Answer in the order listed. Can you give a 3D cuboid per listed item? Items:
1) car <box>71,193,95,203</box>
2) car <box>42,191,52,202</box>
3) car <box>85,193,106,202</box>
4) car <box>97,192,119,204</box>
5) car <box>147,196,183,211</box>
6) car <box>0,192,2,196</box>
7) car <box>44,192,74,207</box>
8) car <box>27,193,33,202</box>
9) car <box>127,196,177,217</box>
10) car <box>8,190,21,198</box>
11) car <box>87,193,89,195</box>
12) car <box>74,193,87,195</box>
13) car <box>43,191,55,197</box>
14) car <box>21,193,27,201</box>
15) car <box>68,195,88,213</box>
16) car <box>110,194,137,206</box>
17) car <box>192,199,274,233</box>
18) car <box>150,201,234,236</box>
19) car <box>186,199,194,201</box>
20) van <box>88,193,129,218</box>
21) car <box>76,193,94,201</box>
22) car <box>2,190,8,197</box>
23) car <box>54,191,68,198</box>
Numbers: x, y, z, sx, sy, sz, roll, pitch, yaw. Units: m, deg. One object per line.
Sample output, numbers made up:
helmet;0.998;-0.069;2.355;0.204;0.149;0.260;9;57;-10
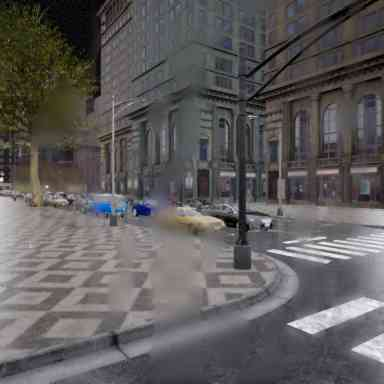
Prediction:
car;-16.993;0.881;51.761;2.128;1.511;4.902;0;1;-35
car;-19.720;0.992;45.480;2.008;1.369;4.403;1;0;-35
car;-16.001;0.910;54.991;2.008;1.369;4.403;1;0;-35
car;-12.759;0.881;50.403;1.967;1.590;4.097;1;0;-35
car;-3.037;1.224;36.636;1.887;1.381;4.507;1;0;-35
car;-45.645;0.254;82.186;1.967;1.590;4.097;1;0;-35
car;-16.382;1.051;40.753;1.752;1.417;4.829;1;0;-35
car;-22.961;0.910;50.068;2.008;1.369;4.403;1;0;-35
car;-3.057;1.258;26.485;1.882;1.535;5.008;0;1;-35
car;-35.922;0.483;68.420;1.967;1.590;4.097;1;0;-35
car;-8.893;1.146;34.761;2.128;1.511;4.902;0;1;-35
car;-14.843;1.013;43.251;1.837;1.490;4.892;0;1;-35
car;-35.445;0.471;82.518;1.802;1.307;4.206;1;0;-35
car;-26.202;0.830;54.656;2.008;1.369;4.403;1;0;-35
car;-9.997;1.230;31.711;2.008;1.369;4.403;1;0;-35
car;-9.520;1.073;45.815;2.008;1.369;4.403;1;0;-35
car;2.385;1.371;18.789;2.128;1.511;4.902;0;1;-36
car;-0.176;1.398;17.802;1.752;1.417;4.829;1;0;-35
car;0.202;1.315;32.048;1.947;1.339;4.313;1;0;-35
van;-6.755;1.091;27.122;1.690;1.788;3.998;1;0;-35
car;-19.242;0.861;59.579;1.802;1.307;4.206;1;0;-35
car;-42.404;0.330;77.597;1.967;1.590;4.097;1;0;-35
car;-28.963;0.587;73.342;1.887;1.381;4.507;1;0;-35
